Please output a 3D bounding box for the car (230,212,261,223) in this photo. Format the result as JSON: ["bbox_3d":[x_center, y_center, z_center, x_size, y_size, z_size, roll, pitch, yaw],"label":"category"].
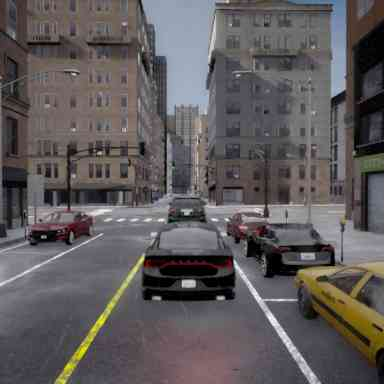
[{"bbox_3d":[2.633,1.577,15.558,1.802,1.307,4.206,-1,0,-1],"label":"car"}]

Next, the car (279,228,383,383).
[{"bbox_3d":[2.804,1.524,4.557,1.752,1.417,4.829,-1,0,-1],"label":"car"}]

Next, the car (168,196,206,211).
[{"bbox_3d":[-0.292,1.218,20.520,2.150,2.045,5.566,0,0,0],"label":"car"}]

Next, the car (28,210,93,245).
[{"bbox_3d":[-5.911,1.540,15.422,1.887,1.381,4.507,-1,0,-1],"label":"car"}]

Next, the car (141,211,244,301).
[{"bbox_3d":[-0.079,1.475,8.403,1.882,1.535,5.008,0,0,0],"label":"car"}]

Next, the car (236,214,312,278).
[{"bbox_3d":[2.720,1.563,9.973,1.947,1.339,4.313,-1,0,-1],"label":"car"}]
